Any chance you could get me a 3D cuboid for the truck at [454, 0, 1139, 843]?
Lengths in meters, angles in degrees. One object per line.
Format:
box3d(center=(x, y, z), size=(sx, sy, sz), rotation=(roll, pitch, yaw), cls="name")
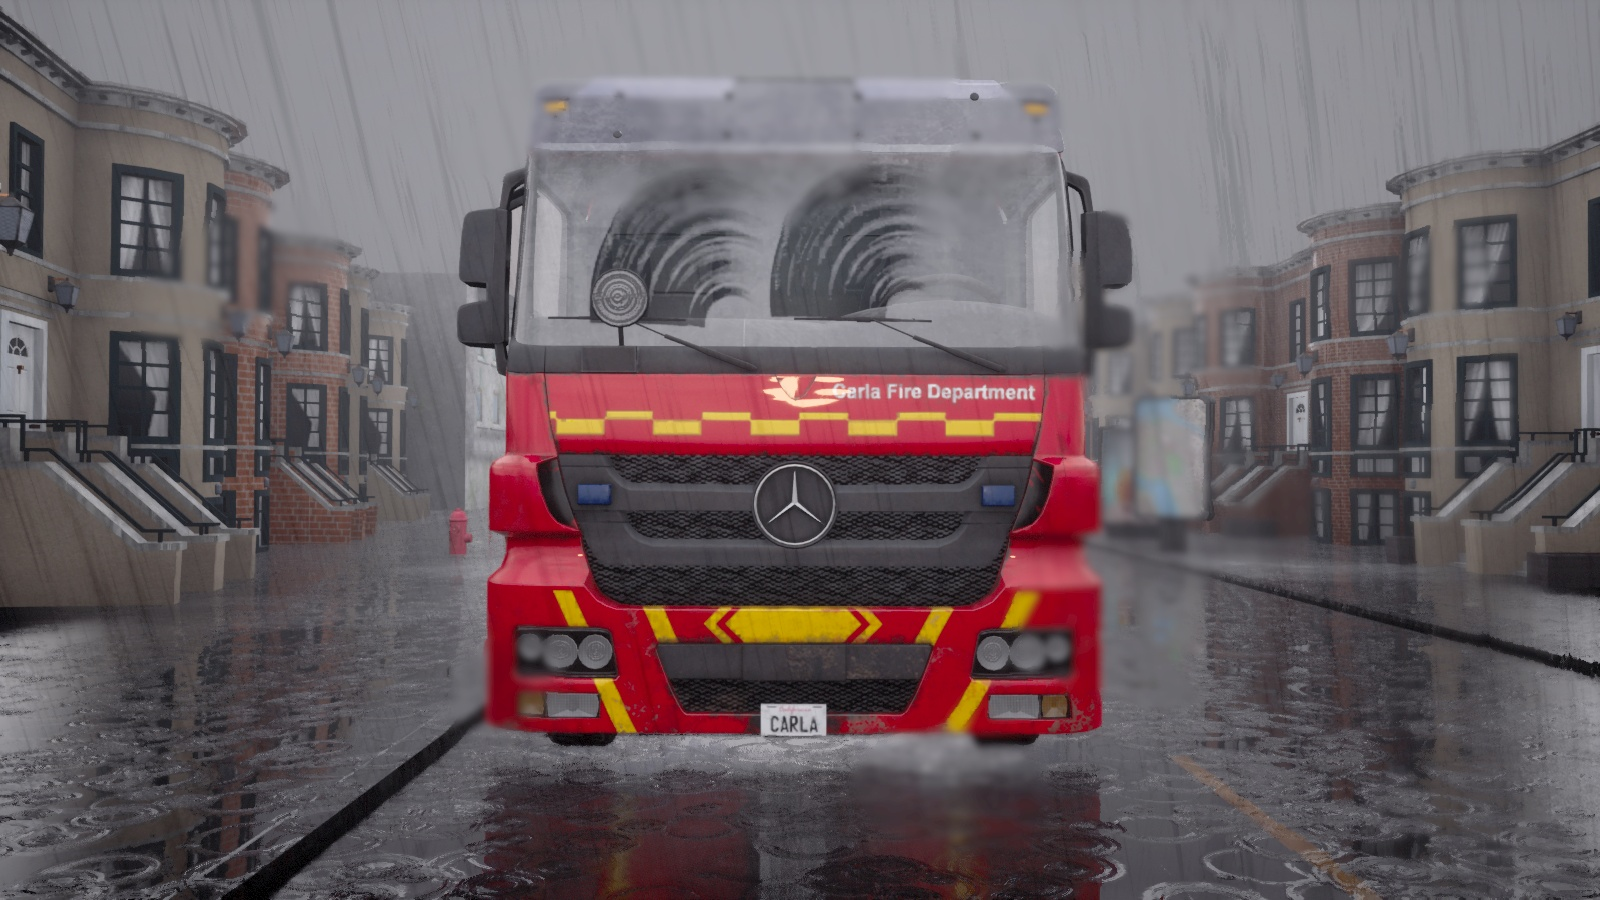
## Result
box3d(center=(-0.032, -0.190, 9.565), size=(2.891, 3.827, 8.468), rotation=(0, -1, 0), cls="truck")
